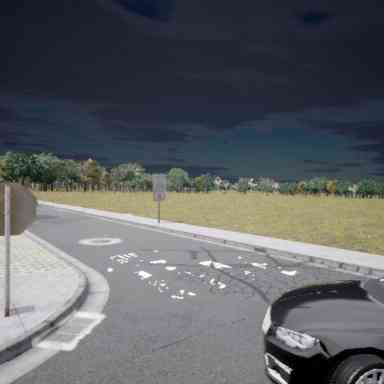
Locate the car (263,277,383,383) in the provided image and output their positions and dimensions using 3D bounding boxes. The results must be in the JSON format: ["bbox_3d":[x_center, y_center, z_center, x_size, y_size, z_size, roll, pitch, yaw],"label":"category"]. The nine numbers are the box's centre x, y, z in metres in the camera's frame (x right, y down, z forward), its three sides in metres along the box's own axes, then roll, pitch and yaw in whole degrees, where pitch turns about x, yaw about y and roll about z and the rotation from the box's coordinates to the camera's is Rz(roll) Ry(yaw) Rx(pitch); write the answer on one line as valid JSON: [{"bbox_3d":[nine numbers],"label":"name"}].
[{"bbox_3d":[3.253,1.481,3.456,4.902,1.511,2.128,1,0,15],"label":"car"}]
